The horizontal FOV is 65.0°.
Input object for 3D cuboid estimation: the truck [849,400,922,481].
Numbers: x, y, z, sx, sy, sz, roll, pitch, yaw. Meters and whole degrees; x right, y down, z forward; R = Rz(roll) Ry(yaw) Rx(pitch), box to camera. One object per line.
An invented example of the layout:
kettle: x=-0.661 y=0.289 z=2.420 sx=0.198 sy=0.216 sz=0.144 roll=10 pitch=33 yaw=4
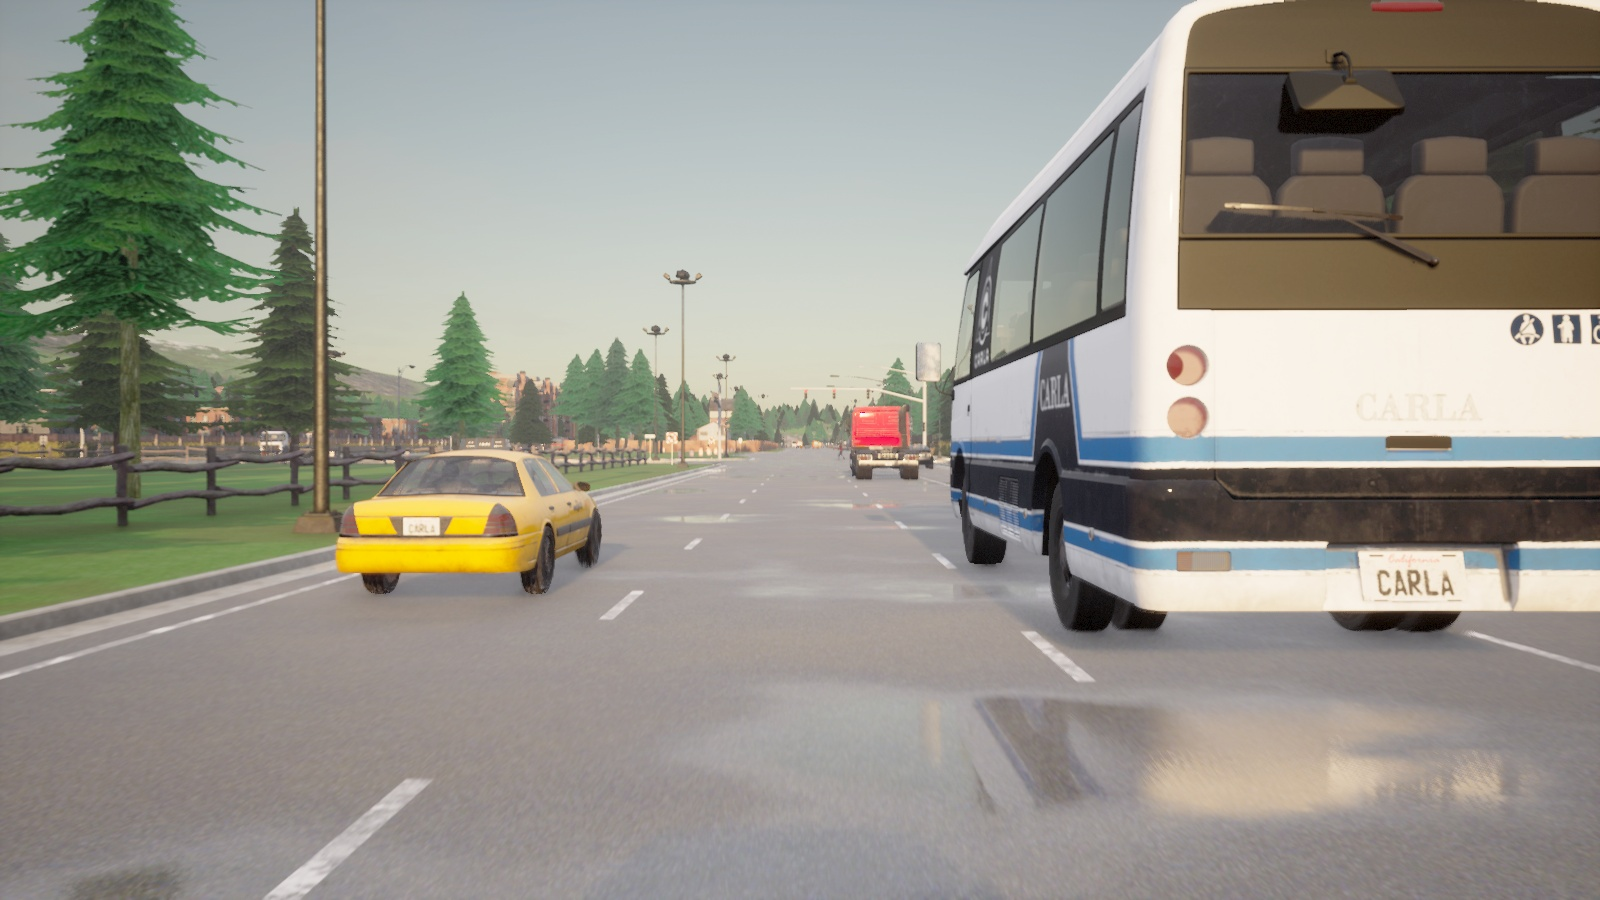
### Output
truck: x=3.848 y=-0.415 z=58.068 sx=2.891 sy=3.462 sz=7.936 roll=0 pitch=0 yaw=0

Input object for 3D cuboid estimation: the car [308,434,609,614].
car: x=-3.406 y=0.640 z=13.717 sx=1.801 sy=1.575 sz=5.366 roll=0 pitch=0 yaw=0

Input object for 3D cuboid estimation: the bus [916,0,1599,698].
bus: x=3.589 y=-0.666 z=12.625 sx=3.944 sy=4.253 sz=10.273 roll=0 pitch=0 yaw=0

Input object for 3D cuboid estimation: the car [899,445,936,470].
car: x=7.474 y=0.446 z=80.143 sx=2.007 sy=1.525 sz=4.514 roll=0 pitch=0 yaw=0
